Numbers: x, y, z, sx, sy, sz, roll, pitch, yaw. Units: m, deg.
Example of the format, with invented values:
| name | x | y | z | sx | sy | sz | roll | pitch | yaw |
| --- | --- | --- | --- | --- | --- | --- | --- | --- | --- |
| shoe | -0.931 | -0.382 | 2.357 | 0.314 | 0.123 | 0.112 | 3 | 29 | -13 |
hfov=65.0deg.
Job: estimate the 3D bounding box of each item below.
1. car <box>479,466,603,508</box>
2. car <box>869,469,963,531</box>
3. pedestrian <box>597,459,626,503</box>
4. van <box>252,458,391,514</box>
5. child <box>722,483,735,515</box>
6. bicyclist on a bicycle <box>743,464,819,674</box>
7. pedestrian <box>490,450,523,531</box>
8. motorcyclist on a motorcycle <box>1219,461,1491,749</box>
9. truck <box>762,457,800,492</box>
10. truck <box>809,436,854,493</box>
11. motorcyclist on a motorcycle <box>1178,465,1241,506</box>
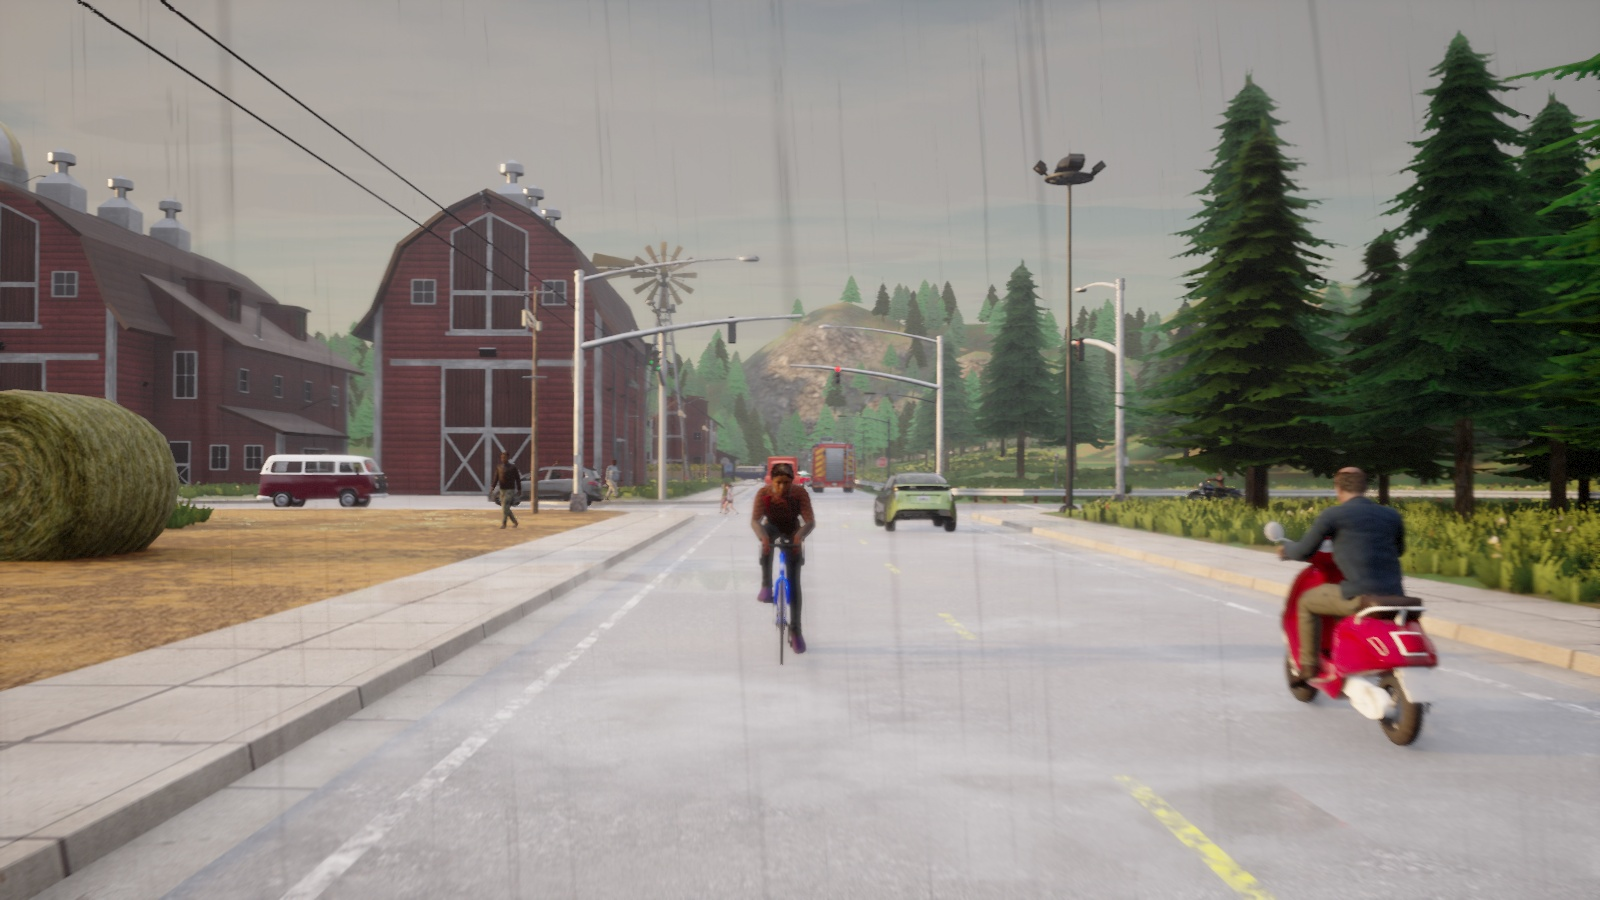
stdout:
| name | x | y | z | sx | sy | sz | roll | pitch | yaw |
| --- | --- | --- | --- | --- | --- | --- | --- | --- | --- |
| car | -10.474 | 1.484 | 51.117 | 4.611 | 1.667 | 2.242 | 0 | -1 | -2 |
| car | 2.999 | 1.267 | 33.340 | 2.007 | 1.525 | 4.514 | 0 | -1 | -1 |
| pedestrian | -8.195 | 1.344 | 54.623 | 0.900 | 1.855 | 0.874 | -1 | -1 | 35 |
| van | -17.985 | 1.338 | 47.366 | 4.480 | 2.038 | 2.069 | 0 | -1 | -2 |
| child | -2.428 | 1.665 | 42.808 | 0.394 | 1.110 | 0.255 | 0 | -1 | 11 |
| bicyclist on a bicycle | -0.158 | 0.933 | 10.603 | 0.582 | 1.620 | 1.656 | 0 | 0 | -1 |
| pedestrian | -6.757 | 0.935 | 28.926 | 0.431 | 1.840 | 0.703 | -1 | -1 | 16 |
| motorcyclist on a motorcycle | 3.388 | 0.873 | 7.892 | 0.866 | 1.590 | 1.817 | 0 | -1 | -1 |
| truck | -1.348 | 1.734 | 89.512 | 2.627 | 2.467 | 5.204 | 0 | -1 | -1 |
| truck | 2.155 | 1.030 | 88.976 | 2.891 | 3.827 | 8.468 | 0 | -1 | -1 |
| motorcyclist on a motorcycle | 16.960 | 1.466 | 52.029 | 2.350 | 1.649 | 0.766 | 0 | -1 | -2 |
